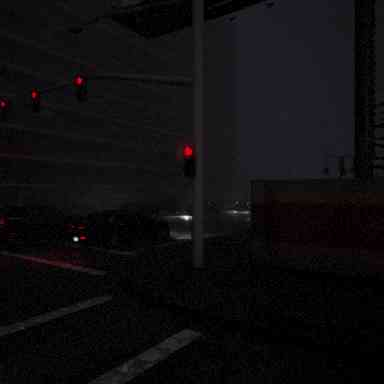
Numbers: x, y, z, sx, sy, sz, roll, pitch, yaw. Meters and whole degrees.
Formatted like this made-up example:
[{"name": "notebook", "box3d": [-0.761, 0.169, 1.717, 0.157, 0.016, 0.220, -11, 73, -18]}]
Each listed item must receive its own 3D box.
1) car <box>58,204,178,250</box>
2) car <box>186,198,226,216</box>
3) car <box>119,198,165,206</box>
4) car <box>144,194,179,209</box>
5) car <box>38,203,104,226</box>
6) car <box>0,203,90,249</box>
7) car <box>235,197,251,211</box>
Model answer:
[{"name": "car", "box3d": [-2.950, 1.505, 14.417, 1.837, 1.490, 4.892, 0, 0, 35]}, {"name": "car", "box3d": [1.190, 1.564, 32.785, 1.994, 1.385, 4.181, 0, 0, 34]}, {"name": "car", "box3d": [-4.517, 1.478, 24.685, 1.882, 1.535, 5.008, 0, 0, 35]}, {"name": "car", "box3d": [-3.546, 1.222, 32.128, 2.150, 2.045, 5.566, 0, 0, 35]}, {"name": "car", "box3d": [-8.865, 1.564, 24.596, 1.994, 1.385, 4.181, 0, 0, 35]}, {"name": "car", "box3d": [-6.840, 1.352, 14.977, 2.097, 1.767, 4.553, 0, 0, 35]}, {"name": "car", "box3d": [7.106, 1.352, 41.121, 2.097, 1.767, 4.553, 0, 0, 36]}]
